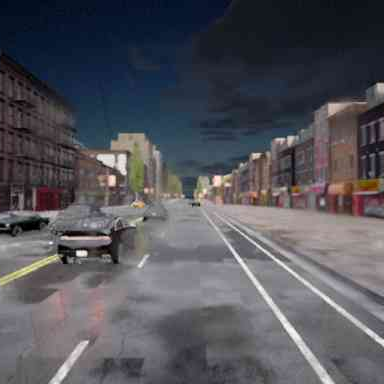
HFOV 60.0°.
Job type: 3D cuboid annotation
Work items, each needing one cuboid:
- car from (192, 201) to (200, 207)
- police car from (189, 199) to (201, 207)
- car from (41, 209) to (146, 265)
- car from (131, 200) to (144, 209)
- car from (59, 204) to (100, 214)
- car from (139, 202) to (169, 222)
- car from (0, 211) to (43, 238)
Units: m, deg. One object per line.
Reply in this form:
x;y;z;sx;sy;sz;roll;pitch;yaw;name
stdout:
0.958;2.936;84.629;1.837;1.490;4.892;0;-2;0;car
0.960;2.596;74.744;1.930;1.638;5.238;0;-1;0;police car
-3.152;1.566;11.927;2.128;1.511;4.902;0;0;0;car
-9.794;2.286;60.736;1.882;1.535;5.008;0;-1;1;car
-6.602;1.508;19.676;2.097;1.767;4.553;0;-1;0;car
-3.157;1.857;29.684;1.994;1.385;4.181;0;-1;0;car
-9.853;1.744;18.636;1.895;1.301;4.718;0;-1;0;car
